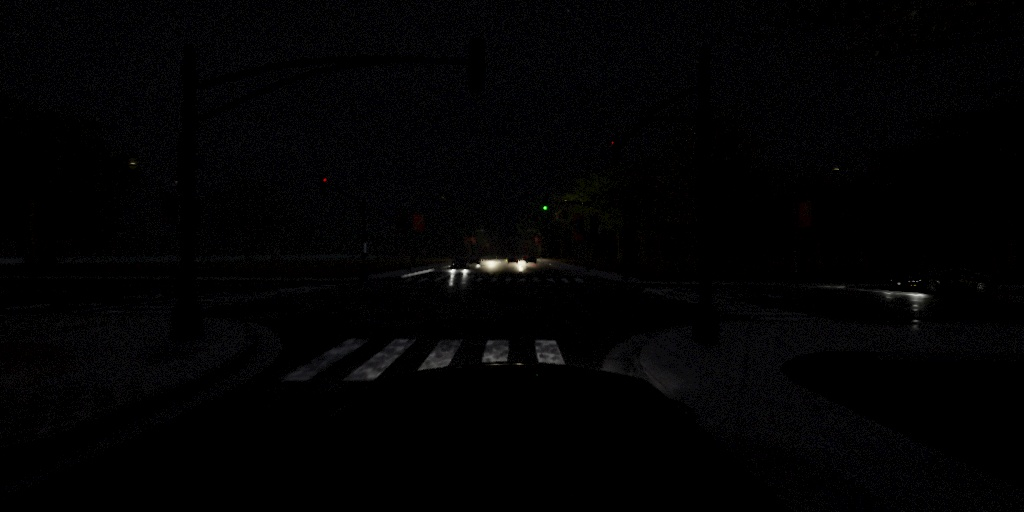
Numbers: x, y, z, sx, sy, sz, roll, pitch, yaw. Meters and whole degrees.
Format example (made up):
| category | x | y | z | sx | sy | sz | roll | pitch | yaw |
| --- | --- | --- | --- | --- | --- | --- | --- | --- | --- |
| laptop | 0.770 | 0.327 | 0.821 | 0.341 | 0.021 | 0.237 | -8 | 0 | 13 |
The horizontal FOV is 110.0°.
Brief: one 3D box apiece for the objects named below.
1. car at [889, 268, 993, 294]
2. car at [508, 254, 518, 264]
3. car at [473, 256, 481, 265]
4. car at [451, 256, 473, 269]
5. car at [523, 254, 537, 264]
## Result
| category | x | y | z | sx | sy | sz | roll | pitch | yaw |
| --- | --- | --- | --- | --- | --- | --- | --- | --- | --- |
| car | 25.956 | 1.445 | 21.801 | 4.892 | 1.490 | 1.837 | 0 | -1 | 0 |
| car | 0.160 | 0.754 | 64.720 | 1.895 | 1.301 | 4.718 | 0 | 1 | 0 |
| car | -6.356 | 0.673 | 60.325 | 1.882 | 1.535 | 5.008 | 0 | 1 | 0 |
| car | -6.349 | 0.855 | 44.305 | 1.837 | 1.490 | 4.892 | 0 | 1 | 0 |
| car | 3.411 | 0.662 | 64.282 | 1.837 | 1.490 | 4.892 | 0 | 1 | 0 |
